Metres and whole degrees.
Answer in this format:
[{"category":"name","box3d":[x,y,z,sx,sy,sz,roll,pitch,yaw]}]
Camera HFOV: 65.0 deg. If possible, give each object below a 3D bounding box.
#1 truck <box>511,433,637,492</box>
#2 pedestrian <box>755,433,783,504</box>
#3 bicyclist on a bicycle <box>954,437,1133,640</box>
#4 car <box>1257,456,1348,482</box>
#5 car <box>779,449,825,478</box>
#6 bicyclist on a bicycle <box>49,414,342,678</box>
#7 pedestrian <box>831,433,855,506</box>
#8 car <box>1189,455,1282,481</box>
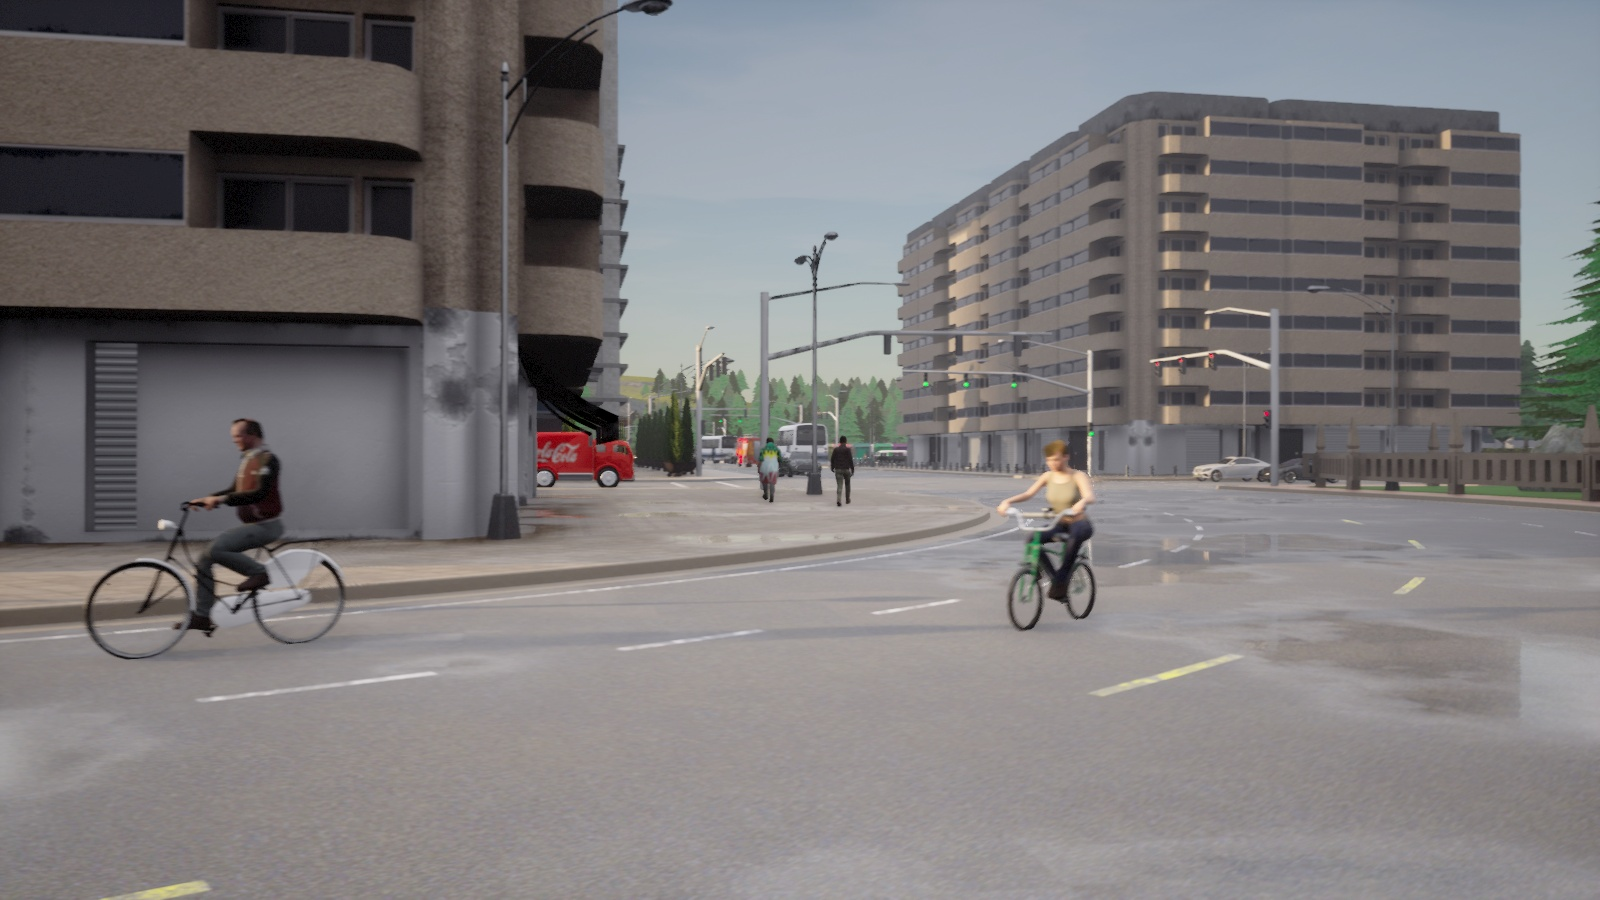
[{"category":"truck","box3d":[-9.718,0.507,54.035,5.204,2.467,2.627,0,0,-11]},{"category":"pedestrian","box3d":[-0.882,0.520,35.201,0.659,1.952,0.873,0,0,-10]},{"category":"bicyclist on a bicycle","box3d":[2.121,0.710,10.837,0.866,1.612,1.509,-1,-1,41]},{"category":"car","box3d":[27.243,1.006,68.117,4.181,1.385,1.994,0,0,-11]},{"category":"car","box3d":[0.106,0.850,79.283,2.097,1.767,4.553,0,0,-10]},{"category":"bicyclist on a bicycle","box3d":[-4.437,0.656,9.305,1.843,1.776,0.659,0,-1,-41]},{"category":"pedestrian","box3d":[1.102,0.494,31.843,0.431,1.840,0.703,0,0,18]},{"category":"car","box3d":[24.682,0.984,71.190,4.674,1.442,1.812,0,0,-11]}]
